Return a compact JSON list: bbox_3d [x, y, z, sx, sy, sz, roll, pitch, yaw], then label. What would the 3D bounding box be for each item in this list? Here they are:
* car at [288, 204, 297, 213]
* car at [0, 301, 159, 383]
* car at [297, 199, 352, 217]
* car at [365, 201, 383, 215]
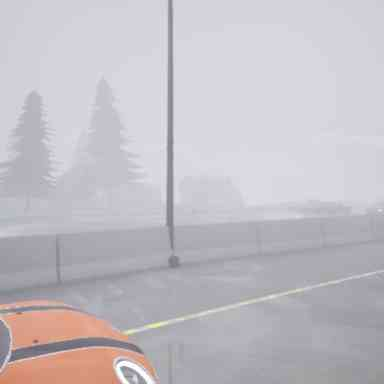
[{"bbox_3d":[12.295,1.468,34.766,4.674,1.442,1.812,0,0,-24],"label":"car"},{"bbox_3d":[-2.379,1.342,1.938,4.553,1.767,2.097,0,0,-36],"label":"car"},{"bbox_3d":[12.570,1.552,31.069,4.718,1.301,1.895,0,0,-25],"label":"car"},{"bbox_3d":[17.554,1.468,29.437,4.892,1.490,1.837,0,0,-23],"label":"car"}]
